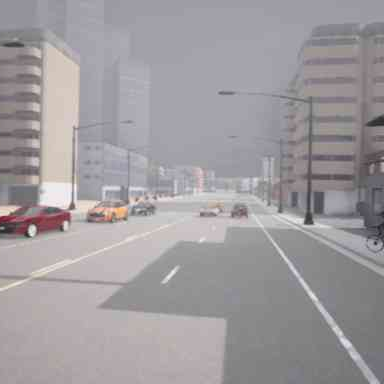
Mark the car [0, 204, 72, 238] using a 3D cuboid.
[{"bbox_3d":[-8.267,1.428,17.595,1.882,1.535,5.008,1,-1,8],"label":"car"}]

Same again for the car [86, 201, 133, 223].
[{"bbox_3d":[-6.837,1.503,27.277,2.097,1.767,4.553,1,-1,8],"label":"car"}]

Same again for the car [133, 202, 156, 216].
[{"bbox_3d":[-5.358,1.854,37.196,2.128,1.511,4.902,1,-1,9],"label":"car"}]

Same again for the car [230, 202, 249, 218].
[{"bbox_3d":[5.439,2.163,37.748,1.812,1.442,4.674,1,-1,9],"label":"car"}]

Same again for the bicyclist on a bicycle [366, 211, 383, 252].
[{"bbox_3d":[7.722,1.583,13.075,1.656,1.620,0.582,1,-1,8],"label":"bicyclist on a bicycle"}]

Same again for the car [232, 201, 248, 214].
[{"bbox_3d":[6.977,2.232,48.514,2.128,1.511,4.902,1,0,9],"label":"car"}]

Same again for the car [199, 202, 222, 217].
[{"bbox_3d":[2.050,2.168,38.751,1.895,1.301,4.718,1,-1,9],"label":"car"}]
